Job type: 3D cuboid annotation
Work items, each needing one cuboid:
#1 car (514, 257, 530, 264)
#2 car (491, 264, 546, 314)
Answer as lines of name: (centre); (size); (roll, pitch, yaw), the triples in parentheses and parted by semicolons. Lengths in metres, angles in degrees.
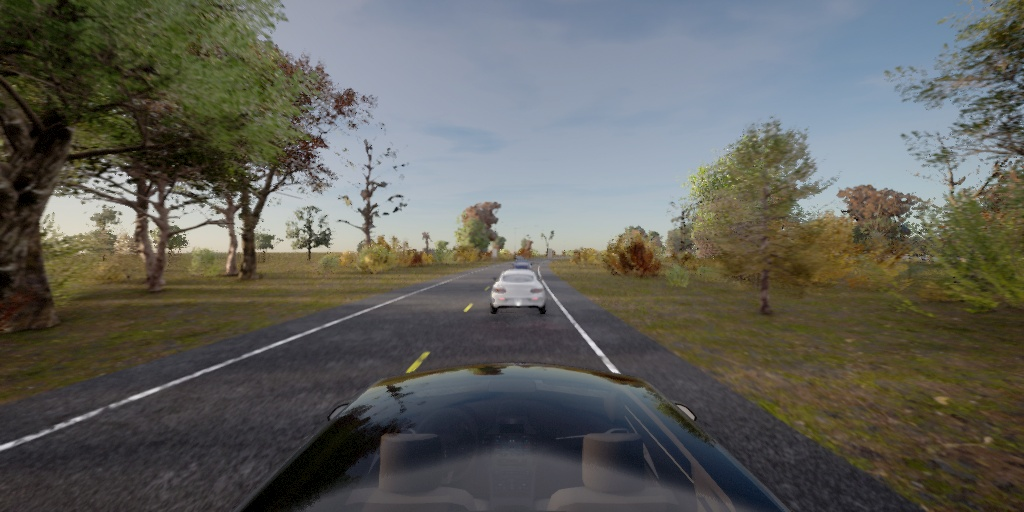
car: (0.897, 1.099, 32.034); (1.812, 1.442, 4.674); (0, 0, 3)
car: (0.231, 1.211, 13.377); (1.812, 1.442, 4.674); (0, 0, 1)
